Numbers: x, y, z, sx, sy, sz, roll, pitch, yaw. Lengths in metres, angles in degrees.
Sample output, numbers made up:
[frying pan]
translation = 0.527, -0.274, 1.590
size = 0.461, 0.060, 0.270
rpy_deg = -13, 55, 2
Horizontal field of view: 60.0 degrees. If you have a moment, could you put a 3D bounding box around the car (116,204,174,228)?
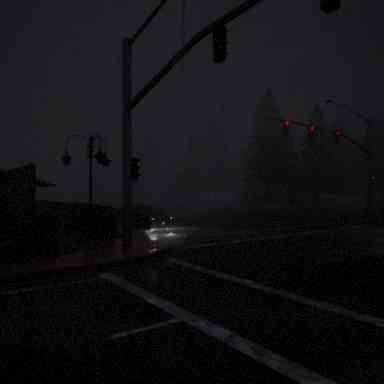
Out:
[car]
translation = -3.375, 1.550, 22.782
size = 2.033, 1.411, 5.357
rpy_deg = 0, 0, -37
